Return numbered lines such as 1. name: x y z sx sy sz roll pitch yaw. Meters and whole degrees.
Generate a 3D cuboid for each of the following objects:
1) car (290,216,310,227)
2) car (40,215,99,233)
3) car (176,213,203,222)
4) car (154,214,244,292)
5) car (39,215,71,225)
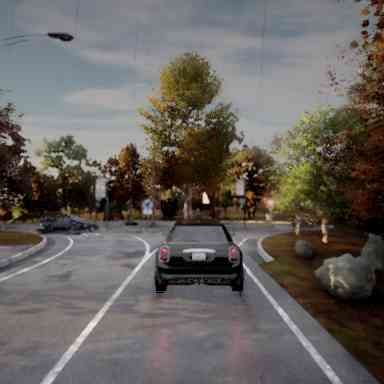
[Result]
1. car: 13.276 3.583 41.072 1.895 1.301 4.718 -1 -4 12
2. car: -10.747 2.804 29.345 5.357 1.411 2.033 -2 -4 28
3. car: -0.427 4.630 60.260 4.674 1.442 1.812 0 -4 11
4. car: 0.192 1.541 9.587 2.097 1.767 4.553 0 -2 1
5. car: -19.400 3.975 47.361 1.895 1.301 4.718 -1 -4 12
